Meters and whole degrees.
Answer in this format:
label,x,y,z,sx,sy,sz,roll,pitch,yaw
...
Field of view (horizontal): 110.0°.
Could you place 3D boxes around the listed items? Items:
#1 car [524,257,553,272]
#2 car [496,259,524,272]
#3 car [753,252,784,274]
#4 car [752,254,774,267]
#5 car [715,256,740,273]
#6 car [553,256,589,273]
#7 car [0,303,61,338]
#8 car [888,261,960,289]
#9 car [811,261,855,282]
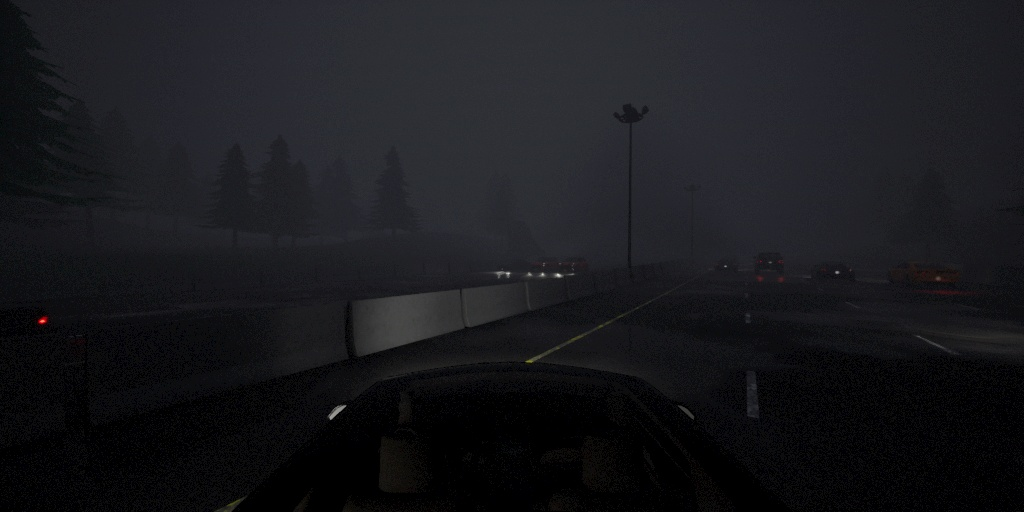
label,x,y,z,sx,sy,sz,roll,pitch,yaw
car,3.780,0.905,41.042,2.097,1.767,4.553,0,1,33
car,0.368,1.046,42.226,2.033,1.411,5.357,0,1,33
car,24.681,0.627,34.492,2.150,2.045,5.566,0,1,33
car,32.803,0.582,47.009,2.128,1.511,4.902,0,1,32
car,22.120,0.955,36.979,1.994,1.385,4.181,0,1,33
car,6.716,0.883,39.137,2.097,1.767,4.553,0,1,33
car,-11.121,1.285,5.379,2.033,1.411,5.357,0,0,33
car,24.774,1.051,21.770,1.882,1.535,5.008,0,1,33
car,23.765,1.087,26.647,1.994,1.385,4.181,0,1,33
